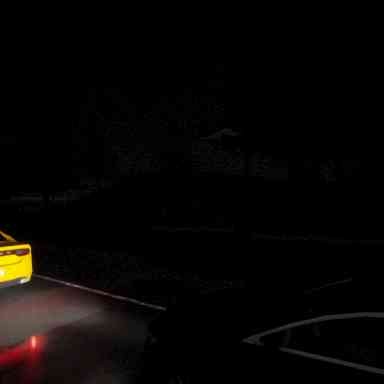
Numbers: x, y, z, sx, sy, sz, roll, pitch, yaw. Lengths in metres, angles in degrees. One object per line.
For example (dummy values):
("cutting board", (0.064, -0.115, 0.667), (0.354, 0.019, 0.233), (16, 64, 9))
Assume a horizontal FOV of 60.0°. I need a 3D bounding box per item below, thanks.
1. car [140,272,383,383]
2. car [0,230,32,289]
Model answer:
("car", (1.711, 1.492, 2.787), (4.902, 1.511, 2.128), (0, 0, 35))
("car", (-5.888, 1.468, 8.038), (5.008, 1.535, 1.882), (0, 0, 35))
